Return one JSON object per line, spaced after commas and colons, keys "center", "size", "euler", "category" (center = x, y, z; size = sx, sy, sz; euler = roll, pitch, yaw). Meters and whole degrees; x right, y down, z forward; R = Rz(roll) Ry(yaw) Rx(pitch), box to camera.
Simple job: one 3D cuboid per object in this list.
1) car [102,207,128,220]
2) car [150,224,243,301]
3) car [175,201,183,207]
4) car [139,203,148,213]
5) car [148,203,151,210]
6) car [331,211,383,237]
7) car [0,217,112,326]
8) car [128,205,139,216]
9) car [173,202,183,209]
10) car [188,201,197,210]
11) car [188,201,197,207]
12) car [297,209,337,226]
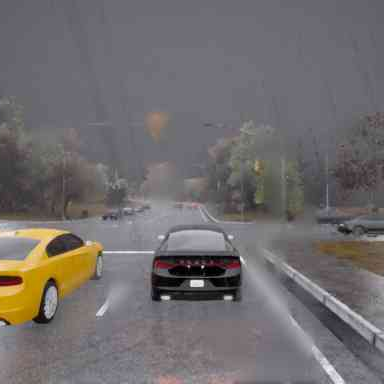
{"center": [-10.515, 3.002, 44.766], "size": [2.033, 1.411, 5.357], "euler": [0, -2, 1], "category": "car"}
{"center": [0.102, 1.566, 8.544], "size": [1.882, 1.535, 5.008], "euler": [0, -1, 0], "category": "car"}
{"center": [-3.432, 3.167, 86.756], "size": [1.994, 1.385, 4.181], "euler": [0, 0, -3], "category": "car"}
{"center": [-10.402, 3.247, 64.741], "size": [2.128, 1.511, 4.902], "euler": [0, 0, 1], "category": "car"}
{"center": [-10.339, 3.231, 75.322], "size": [2.033, 1.411, 5.357], "euler": [0, 0, 0], "category": "car"}
{"center": [11.386, 2.041, 20.887], "size": [4.181, 1.385, 1.994], "euler": [0, -2, -1], "category": "car"}
{"center": [-3.405, 1.543, 7.302], "size": [1.882, 1.535, 5.008], "euler": [0, -1, 0], "category": "car"}
{"center": [-10.467, 3.212, 54.636], "size": [1.812, 1.442, 4.674], "euler": [0, -1, 0], "category": "car"}
{"center": [-3.336, 3.184, 76.688], "size": [1.837, 1.490, 4.892], "euler": [0, 0, 0], "category": "car"}
{"center": [0.165, 3.043, 76.175], "size": [2.097, 1.767, 4.553], "euler": [0, 0, 0], "category": "car"}
{"center": [0.084, 3.162, 86.333], "size": [2.033, 1.411, 5.357], "euler": [0, 0, -3], "category": "car"}
{"center": [12.463, 2.439, 31.572], "size": [4.892, 1.490, 1.837], "euler": [0, -2, 0], "category": "car"}
